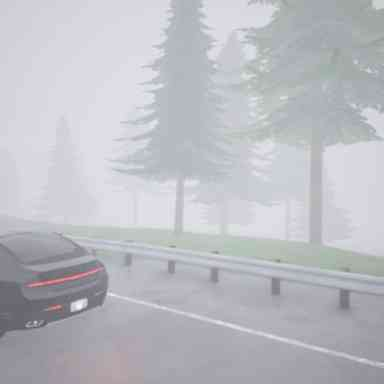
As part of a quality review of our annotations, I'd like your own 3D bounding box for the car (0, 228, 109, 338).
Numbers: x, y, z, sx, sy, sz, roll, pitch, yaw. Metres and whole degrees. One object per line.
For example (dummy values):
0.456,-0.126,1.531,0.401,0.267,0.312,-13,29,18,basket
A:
-3.740,1.471,6.444,4.892,1.490,1.837,0,0,34,car
